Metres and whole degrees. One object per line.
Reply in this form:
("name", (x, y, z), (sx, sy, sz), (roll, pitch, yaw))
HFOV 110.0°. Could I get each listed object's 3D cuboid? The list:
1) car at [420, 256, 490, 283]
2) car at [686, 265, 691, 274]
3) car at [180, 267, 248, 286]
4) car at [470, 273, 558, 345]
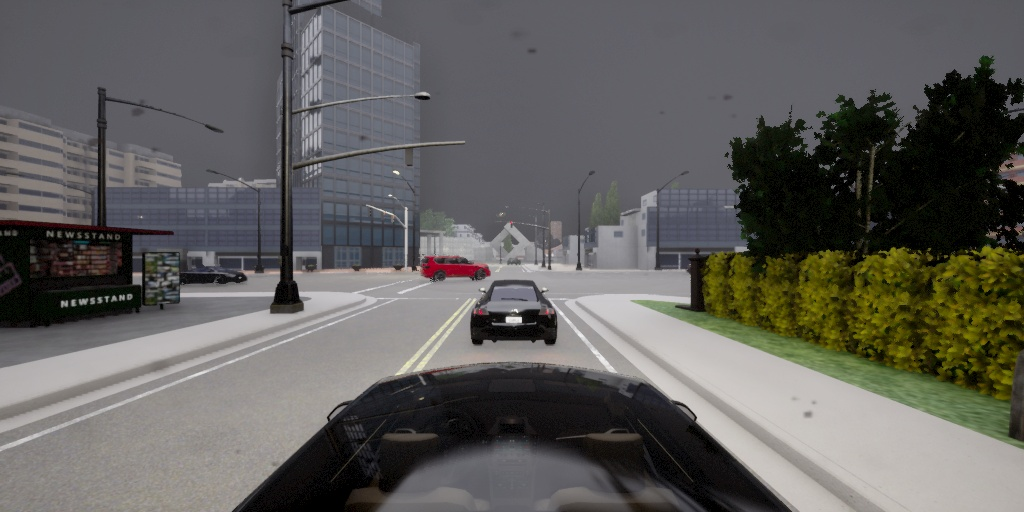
("car", (-4.532, 1.000, 28.782), (5.566, 2.045, 2.150), (0, 1, -24))
("car", (21.195, 1.177, 38.302), (5.008, 1.535, 1.882), (0, 0, -1))
("car", (-22.536, 1.487, 27.058), (4.181, 1.385, 1.994), (-1, 0, -1))
("car", (0.044, 1.314, 9.553), (1.994, 1.385, 4.181), (0, 0, 0))
